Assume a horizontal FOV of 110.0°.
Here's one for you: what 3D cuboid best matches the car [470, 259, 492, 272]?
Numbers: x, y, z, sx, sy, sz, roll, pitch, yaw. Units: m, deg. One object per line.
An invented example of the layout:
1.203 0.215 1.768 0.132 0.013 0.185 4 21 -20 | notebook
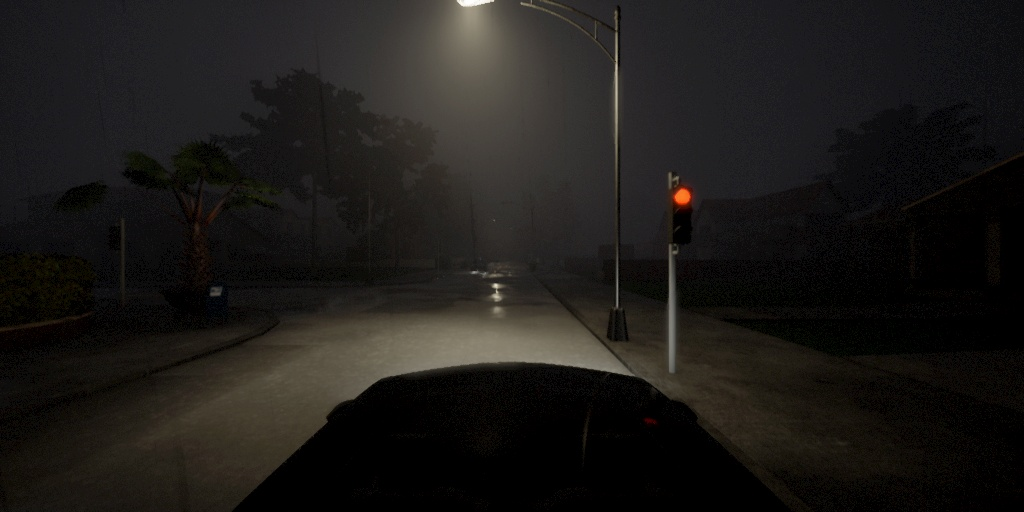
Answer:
-4.001 1.174 43.898 2.033 1.411 5.357 0 0 0 | car
